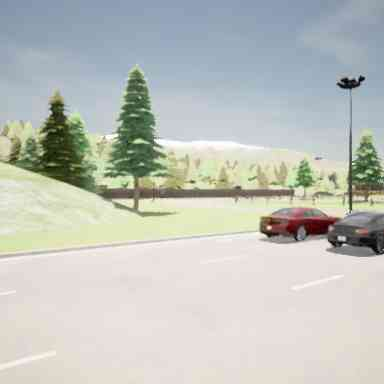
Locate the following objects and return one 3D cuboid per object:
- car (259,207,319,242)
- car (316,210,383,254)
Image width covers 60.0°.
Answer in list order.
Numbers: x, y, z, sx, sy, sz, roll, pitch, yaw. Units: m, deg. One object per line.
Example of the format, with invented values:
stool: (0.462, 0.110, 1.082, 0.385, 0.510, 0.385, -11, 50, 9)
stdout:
car: (5.489, 1.457, 16.320, 5.008, 1.535, 1.882, 0, 0, -35)
car: (7.281, 1.506, 13.299, 4.674, 1.442, 1.812, 0, 0, -35)
